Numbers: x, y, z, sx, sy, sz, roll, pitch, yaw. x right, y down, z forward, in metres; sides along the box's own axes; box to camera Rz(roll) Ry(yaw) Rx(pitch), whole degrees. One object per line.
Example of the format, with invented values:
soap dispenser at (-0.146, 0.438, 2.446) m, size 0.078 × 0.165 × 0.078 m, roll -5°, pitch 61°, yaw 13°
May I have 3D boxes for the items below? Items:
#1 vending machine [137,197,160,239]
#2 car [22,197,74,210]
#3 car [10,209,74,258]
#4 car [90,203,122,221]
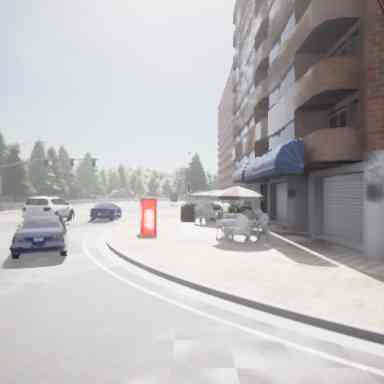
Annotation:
vending machine at (-2.301, 1.331, 17.522) m, size 1.100 × 2.100 × 0.880 m, roll 0°, pitch 0°, yaw -13°
car at (-10.995, 1.373, 25.741) m, size 2.150 × 2.045 × 5.566 m, roll 0°, pitch -1°, yaw -1°
car at (-5.945, 1.626, 13.300) m, size 2.033 × 1.411 × 5.357 m, roll 0°, pitch 0°, yaw -21°
car at (-7.519, 1.680, 29.352) m, size 1.882 × 1.535 × 5.008 m, roll 0°, pitch -1°, yaw -1°
